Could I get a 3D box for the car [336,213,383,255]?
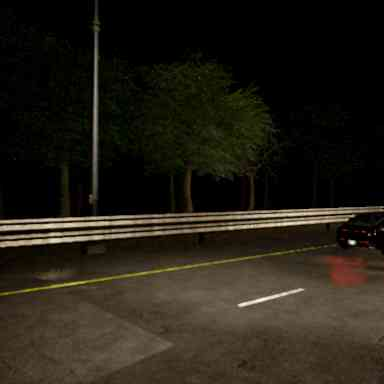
[{"bbox_3d":[7.966,1.637,13.830,4.892,1.490,1.837,0,0,-35],"label":"car"}]
